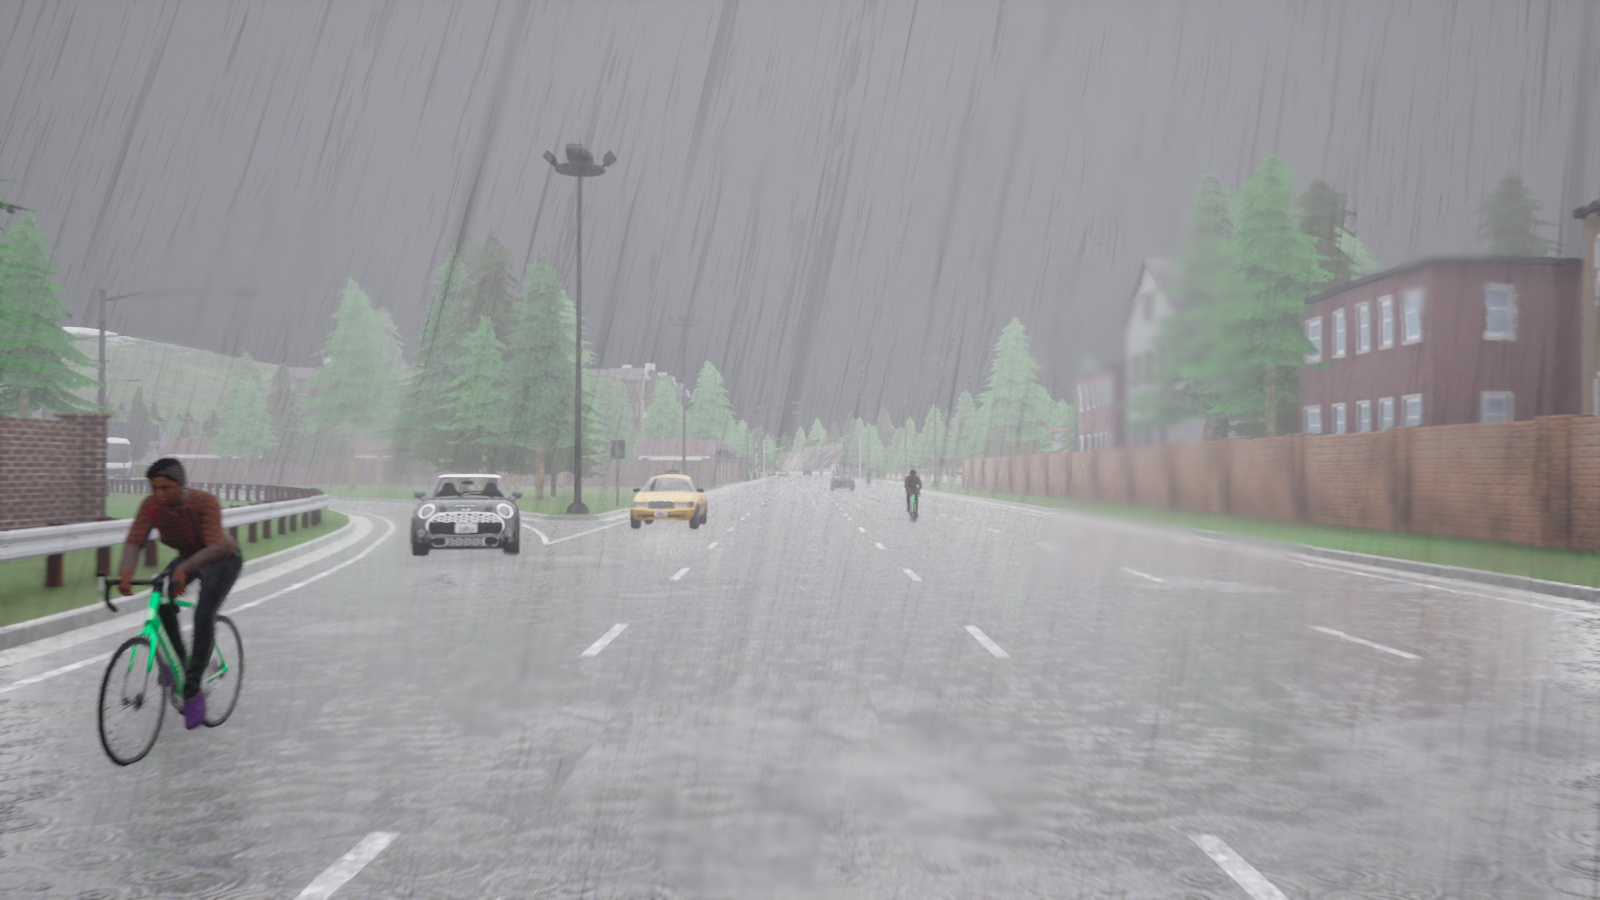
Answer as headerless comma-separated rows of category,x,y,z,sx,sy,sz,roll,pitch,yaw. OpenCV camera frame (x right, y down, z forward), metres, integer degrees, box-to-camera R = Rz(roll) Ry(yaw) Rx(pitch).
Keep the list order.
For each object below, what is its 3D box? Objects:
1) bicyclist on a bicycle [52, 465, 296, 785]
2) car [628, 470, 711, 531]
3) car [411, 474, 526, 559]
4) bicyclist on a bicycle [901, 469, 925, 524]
bicyclist on a bicycle,-3.518,0.902,7.222,0.582,1.620,1.656,0,0,0
car,-3.588,1.360,35.481,1.801,1.575,5.366,0,-1,0
car,-6.258,1.206,24.019,1.970,1.475,3.806,0,-1,-13
bicyclist on a bicycle,3.408,1.388,38.013,0.582,1.620,1.656,0,0,0
